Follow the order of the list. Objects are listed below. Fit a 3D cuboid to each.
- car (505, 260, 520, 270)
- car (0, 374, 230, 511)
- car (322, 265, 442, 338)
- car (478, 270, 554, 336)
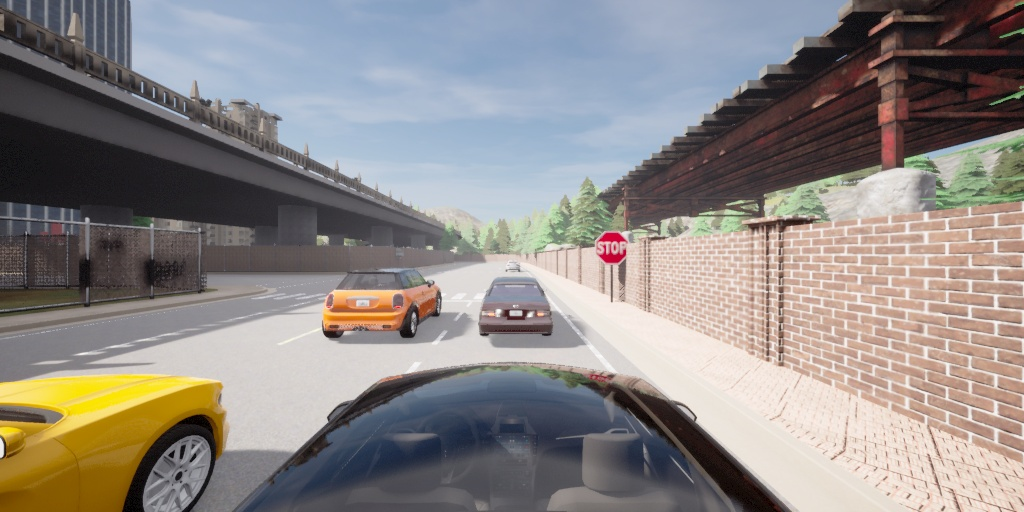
[{"bbox_3d":[0.111,1.276,46.226,1.812,1.442,4.674,0,0,-1],"label":"car"},{"bbox_3d":[-3.397,1.228,1.069,1.882,1.535,5.008,0,0,0],"label":"car"},{"bbox_3d":[-3.414,1.102,10.326,2.097,1.767,4.553,0,0,0],"label":"car"},{"bbox_3d":[0.088,1.297,10.345,2.033,1.411,5.357,0,0,0],"label":"car"}]
